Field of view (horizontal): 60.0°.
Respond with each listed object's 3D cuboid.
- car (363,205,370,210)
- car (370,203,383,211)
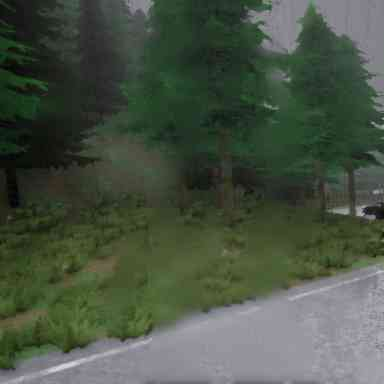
[{"bbox_3d":[20.842,1.904,37.473,1.994,1.385,4.181,-4,-2,6],"label":"car"},{"bbox_3d":[16.724,1.592,26.926,2.097,1.767,4.553,-4,-2,8],"label":"car"}]
